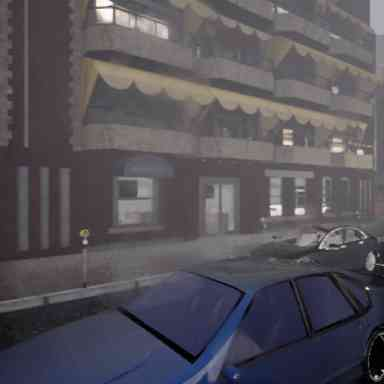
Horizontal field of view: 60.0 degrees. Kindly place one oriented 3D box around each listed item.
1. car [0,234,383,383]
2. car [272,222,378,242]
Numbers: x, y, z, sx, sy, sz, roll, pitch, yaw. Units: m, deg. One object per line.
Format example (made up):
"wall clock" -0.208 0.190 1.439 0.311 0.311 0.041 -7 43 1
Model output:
"car" 0.571 1.544 3.788 5.357 1.411 2.033 0 0 -36
"car" 3.365 1.537 8.967 4.403 1.369 2.008 0 0 -36
